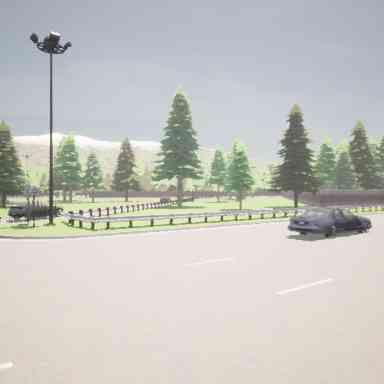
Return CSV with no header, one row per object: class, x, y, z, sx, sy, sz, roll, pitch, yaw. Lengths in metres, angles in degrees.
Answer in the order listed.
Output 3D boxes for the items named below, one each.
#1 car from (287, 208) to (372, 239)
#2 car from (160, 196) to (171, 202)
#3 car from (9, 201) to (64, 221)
car,7.329,1.547,17.541,5.357,1.411,2.033,0,0,-35
car,-5.559,1.525,69.784,1.812,1.442,4.674,0,0,5
car,-12.698,1.491,27.519,2.128,1.511,4.902,0,0,18
